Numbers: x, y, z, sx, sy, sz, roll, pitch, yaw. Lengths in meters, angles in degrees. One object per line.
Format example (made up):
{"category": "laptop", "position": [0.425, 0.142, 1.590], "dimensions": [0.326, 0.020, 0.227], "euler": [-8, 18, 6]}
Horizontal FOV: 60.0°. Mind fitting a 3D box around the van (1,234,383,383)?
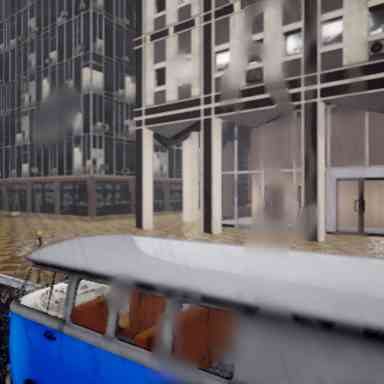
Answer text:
{"category": "van", "position": [-0.001, 1.357, 2.864], "dimensions": [3.998, 1.788, 1.690], "euler": [-1, 0, 35]}
